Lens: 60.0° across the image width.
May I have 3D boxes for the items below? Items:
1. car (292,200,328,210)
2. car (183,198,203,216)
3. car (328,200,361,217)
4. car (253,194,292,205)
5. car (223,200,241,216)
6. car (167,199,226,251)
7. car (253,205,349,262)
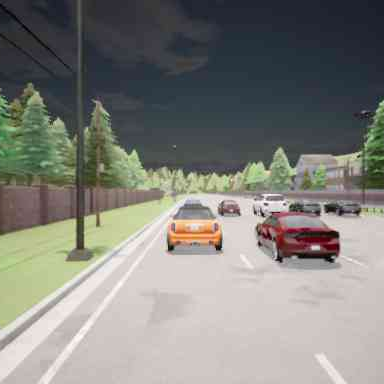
[{"bbox_3d":[10.600,1.478,31.524,2.128,1.511,4.902,0,0,0],"label":"car"},{"bbox_3d":[0.098,1.464,33.172,1.882,1.535,5.008,0,0,0],"label":"car"},{"bbox_3d":[14.099,1.479,31.520,2.128,1.511,4.902,0,0,0],"label":"car"},{"bbox_3d":[7.098,1.209,30.803,2.150,2.045,5.566,0,0,0],"label":"car"},{"bbox_3d":[3.599,1.512,32.651,1.812,1.442,4.674,0,0,0],"label":"car"},{"bbox_3d":[0.099,1.346,14.281,2.097,1.767,4.553,0,0,0],"label":"car"},{"bbox_3d":[3.599,1.473,12.169,1.882,1.535,5.008,0,0,0],"label":"car"}]
